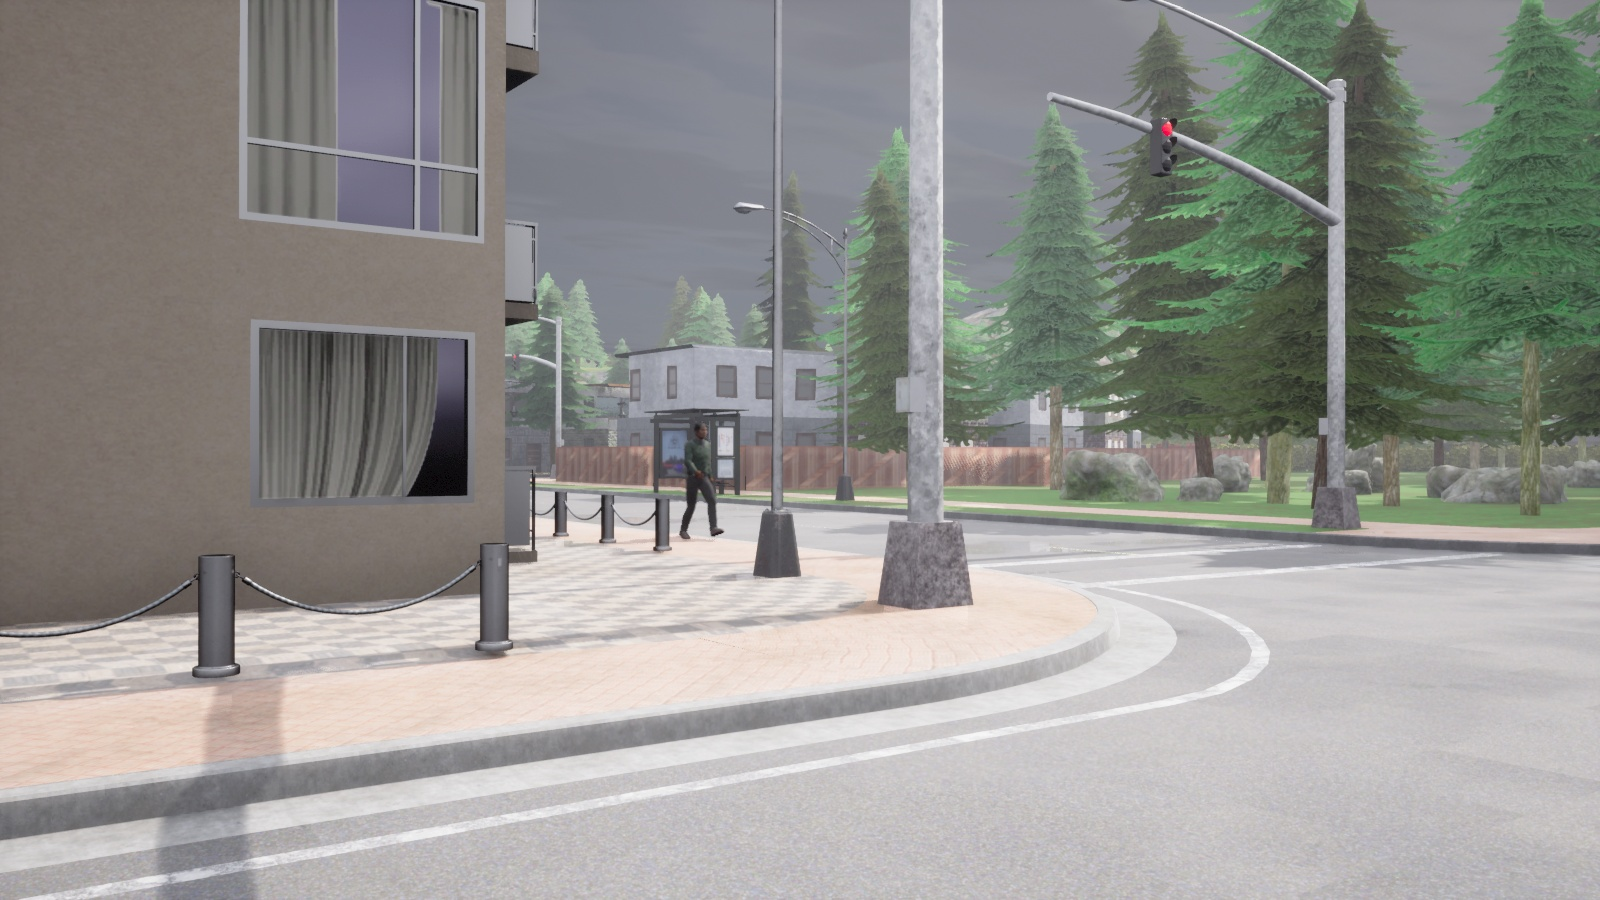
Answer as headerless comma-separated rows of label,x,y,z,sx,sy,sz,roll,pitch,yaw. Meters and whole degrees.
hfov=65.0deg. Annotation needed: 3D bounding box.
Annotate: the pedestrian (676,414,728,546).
pedestrian,-1.483,0.440,18.966,0.423,1.949,0.788,0,0,-38
